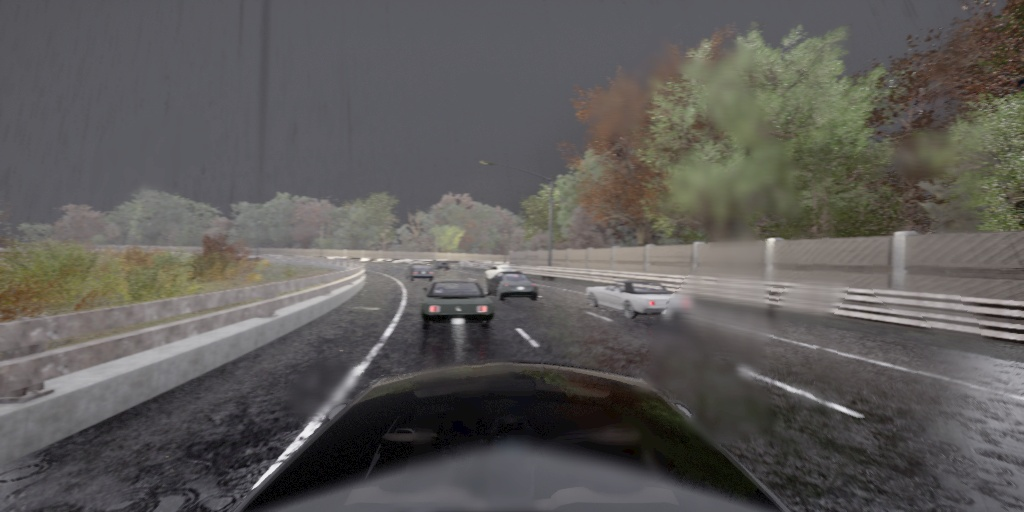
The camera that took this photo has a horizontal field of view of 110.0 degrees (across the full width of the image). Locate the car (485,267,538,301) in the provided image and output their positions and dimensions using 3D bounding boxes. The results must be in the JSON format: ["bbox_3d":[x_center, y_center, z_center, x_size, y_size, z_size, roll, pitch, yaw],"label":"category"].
[{"bbox_3d":[-0.116,1.468,18.567,1.994,1.385,4.181,2,-1,-15],"label":"car"}]

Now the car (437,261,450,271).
[{"bbox_3d":[-10.912,1.454,55.878,1.837,1.490,4.892,1,0,-19],"label":"car"}]

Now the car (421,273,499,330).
[{"bbox_3d":[-1.840,1.389,11.323,1.895,1.301,4.718,2,-1,-12],"label":"car"}]

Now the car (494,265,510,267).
[{"bbox_3d":[-0.955,1.528,31.670,1.812,1.442,4.674,2,-1,-21],"label":"car"}]

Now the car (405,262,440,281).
[{"bbox_3d":[-7.813,1.343,30.040,2.033,1.411,5.357,2,-1,-23],"label":"car"}]

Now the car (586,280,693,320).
[{"bbox_3d":[4.625,1.594,13.966,1.895,1.301,4.718,2,-1,-13],"label":"car"}]
